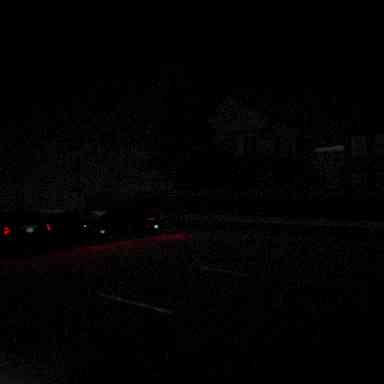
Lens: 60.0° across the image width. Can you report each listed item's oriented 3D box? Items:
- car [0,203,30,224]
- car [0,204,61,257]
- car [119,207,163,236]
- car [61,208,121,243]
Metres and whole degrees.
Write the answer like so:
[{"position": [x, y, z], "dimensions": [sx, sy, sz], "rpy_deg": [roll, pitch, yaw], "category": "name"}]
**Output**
[{"position": [-16.135, 1.770, 28.263], "dimensions": [4.902, 1.511, 2.128], "rpy_deg": [-1, 0, 35], "category": "car"}, {"position": [-7.810, 1.484, 13.739], "dimensions": [4.553, 1.767, 2.097], "rpy_deg": [-1, -1, 36], "category": "car"}, {"position": [-3.921, 1.644, 19.566], "dimensions": [4.892, 1.490, 1.837], "rpy_deg": [0, 0, 36], "category": "car"}, {"position": [-6.007, 1.662, 16.755], "dimensions": [4.674, 1.442, 1.812], "rpy_deg": [0, 0, 36], "category": "car"}]
